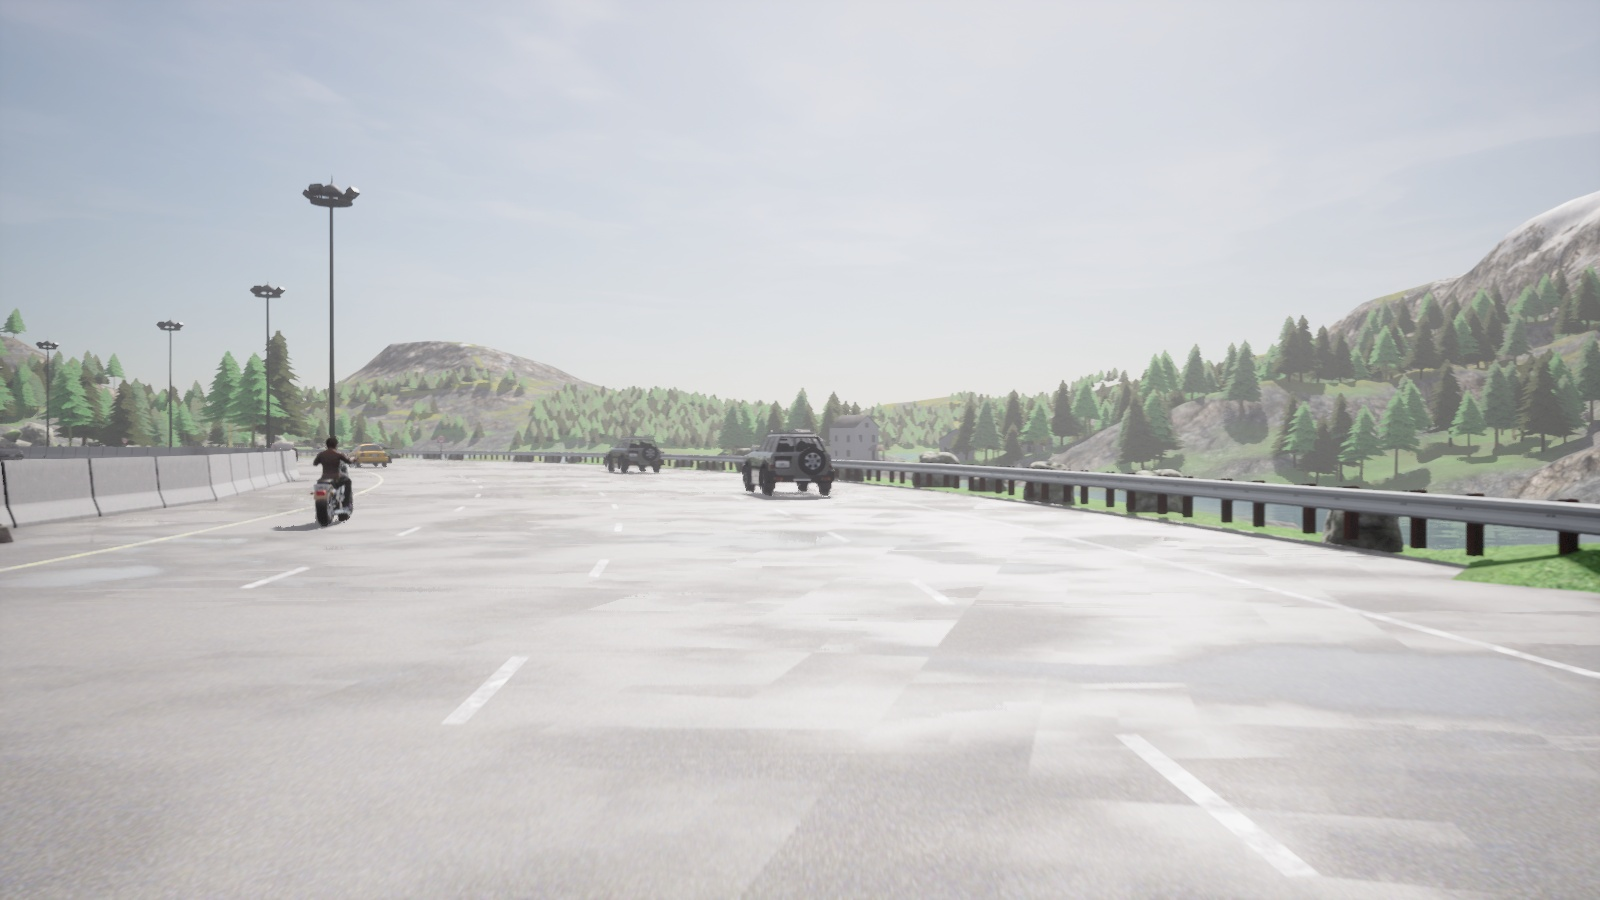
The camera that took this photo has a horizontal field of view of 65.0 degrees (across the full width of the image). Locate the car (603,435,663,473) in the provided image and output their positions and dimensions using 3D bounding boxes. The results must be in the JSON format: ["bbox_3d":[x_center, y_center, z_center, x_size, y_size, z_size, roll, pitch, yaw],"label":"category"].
[{"bbox_3d":[-8.481,0.199,63.529,1.932,1.855,4.605,0,0,-22],"label":"car"}]

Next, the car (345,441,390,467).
[{"bbox_3d":[-27.209,0.222,78.890,1.801,1.575,5.366,0,0,-29],"label":"car"}]

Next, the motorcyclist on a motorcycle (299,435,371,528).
[{"bbox_3d":[-8.684,0.558,23.548,0.766,1.649,2.350,-1,0,-8],"label":"motorcyclist on a motorcycle"}]

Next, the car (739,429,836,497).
[{"bbox_3d":[-0.450,0.355,36.880,1.932,1.855,4.605,0,0,-12],"label":"car"}]
